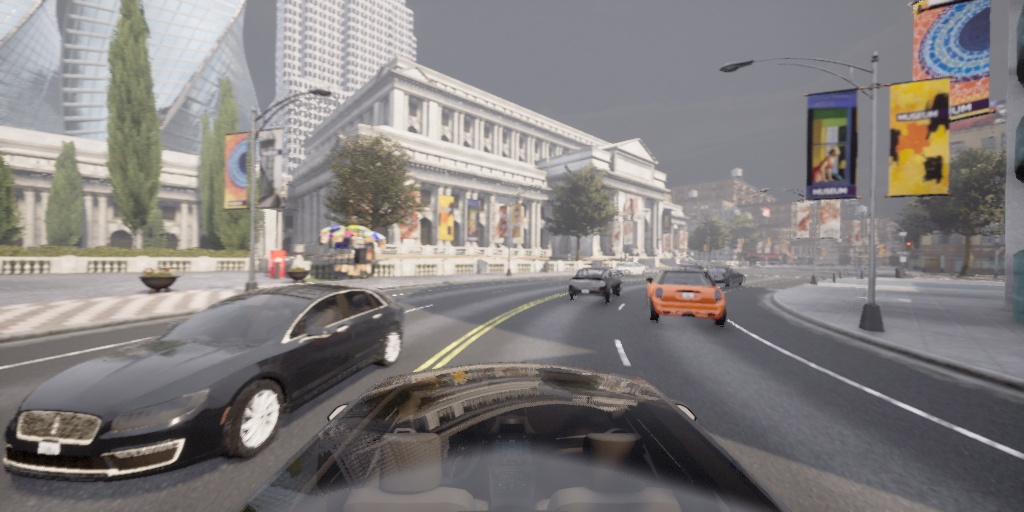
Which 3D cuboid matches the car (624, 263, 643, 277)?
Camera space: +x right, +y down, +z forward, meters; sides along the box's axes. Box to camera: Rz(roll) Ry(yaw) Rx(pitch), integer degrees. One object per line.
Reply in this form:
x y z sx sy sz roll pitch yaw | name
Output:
12.723 1.459 38.654 4.674 1.442 1.812 1 0 -42 | car

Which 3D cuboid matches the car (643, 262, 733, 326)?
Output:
5.868 1.188 12.544 2.097 1.767 4.553 1 0 19 | car

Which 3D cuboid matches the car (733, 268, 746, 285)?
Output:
15.880 1.526 27.037 5.357 1.411 2.033 1 0 -43 | car

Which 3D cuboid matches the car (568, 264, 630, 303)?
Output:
4.138 1.301 17.369 2.128 1.511 4.902 1 0 25 | car

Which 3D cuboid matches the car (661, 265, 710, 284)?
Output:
15.209 1.516 31.186 5.357 1.411 2.033 1 0 -43 | car

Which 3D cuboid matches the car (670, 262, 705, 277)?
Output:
19.848 1.432 40.416 5.008 1.535 1.882 1 0 -43 | car

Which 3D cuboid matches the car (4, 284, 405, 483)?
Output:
-3.196 1.209 5.122 1.837 1.490 4.892 0 0 7 | car
